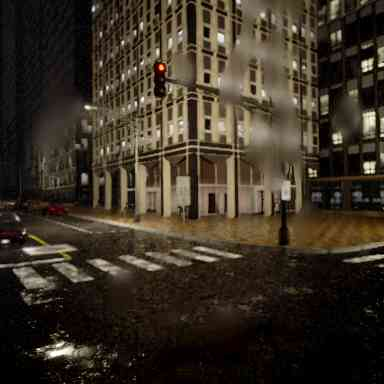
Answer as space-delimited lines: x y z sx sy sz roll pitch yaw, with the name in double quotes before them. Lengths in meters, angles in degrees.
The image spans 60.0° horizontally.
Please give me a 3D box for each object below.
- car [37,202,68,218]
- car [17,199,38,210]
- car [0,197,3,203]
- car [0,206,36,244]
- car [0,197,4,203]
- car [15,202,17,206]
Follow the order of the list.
"car" -12.540 1.635 30.392 1.802 1.307 4.206 1 -1 -36
"car" -19.120 1.596 39.611 1.752 1.417 4.829 1 -1 -35
"car" -14.217 1.394 22.758 2.097 1.767 4.553 0 0 -35
"car" -8.945 1.575 15.372 2.033 1.411 5.357 0 0 -36
"car" -41.709 1.680 71.243 1.887 1.381 4.507 1 -1 -36
"car" -22.263 1.646 44.010 1.947 1.339 4.313 1 -1 -36
